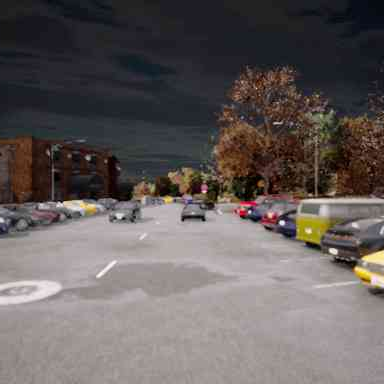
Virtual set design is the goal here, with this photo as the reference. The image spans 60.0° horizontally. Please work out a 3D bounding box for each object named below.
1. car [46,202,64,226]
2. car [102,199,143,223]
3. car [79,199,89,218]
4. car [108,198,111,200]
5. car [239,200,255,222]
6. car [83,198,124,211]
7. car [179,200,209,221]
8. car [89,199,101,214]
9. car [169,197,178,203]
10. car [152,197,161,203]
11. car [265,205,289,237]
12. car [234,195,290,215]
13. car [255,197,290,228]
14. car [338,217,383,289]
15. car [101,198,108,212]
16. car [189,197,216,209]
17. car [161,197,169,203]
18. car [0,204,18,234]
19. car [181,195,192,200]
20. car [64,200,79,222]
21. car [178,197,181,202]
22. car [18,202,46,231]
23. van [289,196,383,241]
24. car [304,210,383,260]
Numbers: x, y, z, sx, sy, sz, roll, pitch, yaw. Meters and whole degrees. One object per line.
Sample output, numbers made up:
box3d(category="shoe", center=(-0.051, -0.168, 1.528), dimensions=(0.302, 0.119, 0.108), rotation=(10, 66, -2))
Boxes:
box3d(category="car", center=(-11.383, 1.547, 22.318), dimensions=(4.792, 1.488, 2.163), rotation=(-1, 0, -20))
box3d(category="car", center=(-5.079, 1.533, 25.797), dimensions=(2.128, 1.511, 4.902), rotation=(0, 0, 0))
box3d(category="car", center=(-11.411, 1.574, 28.174), dimensions=(4.674, 1.452, 2.002), rotation=(-1, 0, -20))
box3d(category="car", center=(-11.415, 1.558, 36.976), dimensions=(4.892, 1.521, 2.231), rotation=(-1, 0, -20))
box3d(category="car", center=(6.430, 1.556, 25.268), dimensions=(4.792, 1.488, 2.163), rotation=(1, 0, -20))
box3d(category="car", center=(-11.403, 1.573, 42.839), dimensions=(4.892, 1.521, 2.231), rotation=(-1, 0, -20))
box3d(category="car", center=(0.103, 1.611, 27.905), dimensions=(1.994, 1.385, 4.181), rotation=(0, 0, 0))
box3d(category="car", center=(-11.580, 1.540, 31.039), dimensions=(5.366, 1.575, 1.946), rotation=(-1, 0, -20))
box3d(category="car", center=(-3.451, 2.013, 83.723), dimensions=(2.231, 1.521, 4.892), rotation=(0, -1, -18))
box3d(category="car", center=(-8.408, 2.192, 93.893), dimensions=(2.231, 1.521, 4.892), rotation=(-1, -1, -35))
box3d(category="car", center=(6.429, 1.534, 16.433), dimensions=(4.792, 1.488, 2.163), rotation=(1, 0, -20))
box3d(category="car", center=(6.383, 1.282, 28.186), dimensions=(5.566, 2.045, 2.435), rotation=(1, 0, -20))
box3d(category="car", center=(6.377, 1.385, 19.356), dimensions=(4.553, 1.767, 2.185), rotation=(1, 0, -20))
box3d(category="car", center=(6.227, 1.484, 7.523), dimensions=(5.366, 1.575, 1.946), rotation=(1, 0, -20))
box3d(category="car", center=(-11.410, 1.589, 34.043), dimensions=(4.674, 1.452, 2.002), rotation=(-1, 0, -20))
box3d(category="car", center=(1.626, 1.641, 43.750), dimensions=(1.994, 1.385, 4.181), rotation=(0, 0, 24))
box3d(category="car", center=(-5.656, 2.106, 89.022), dimensions=(2.097, 1.535, 5.008), rotation=(-1, -1, -27))
box3d(category="car", center=(-11.444, 1.378, 16.432), dimensions=(4.553, 1.767, 2.185), rotation=(-1, 0, -20))
box3d(category="car", center=(-0.639, 1.731, 66.576), dimensions=(2.097, 1.535, 5.008), rotation=(0, -1, -1))
box3d(category="car", center=(-11.420, 1.527, 25.244), dimensions=(4.892, 1.521, 2.231), rotation=(-1, 0, -20))
box3d(category="car", center=(-0.999, 1.565, 72.563), dimensions=(2.435, 2.045, 5.566), rotation=(0, -1, -7))
box3d(category="car", center=(-11.417, 1.512, 19.371), dimensions=(4.892, 1.521, 2.231), rotation=(-1, 0, -20))
box3d(category="van", center=(6.510, 1.274, 13.523), dimensions=(4.442, 1.987, 1.878), rotation=(1, 0, -20))
box3d(category="car", center=(6.393, 1.493, 10.533), dimensions=(4.892, 1.521, 2.231), rotation=(1, 0, -20))
